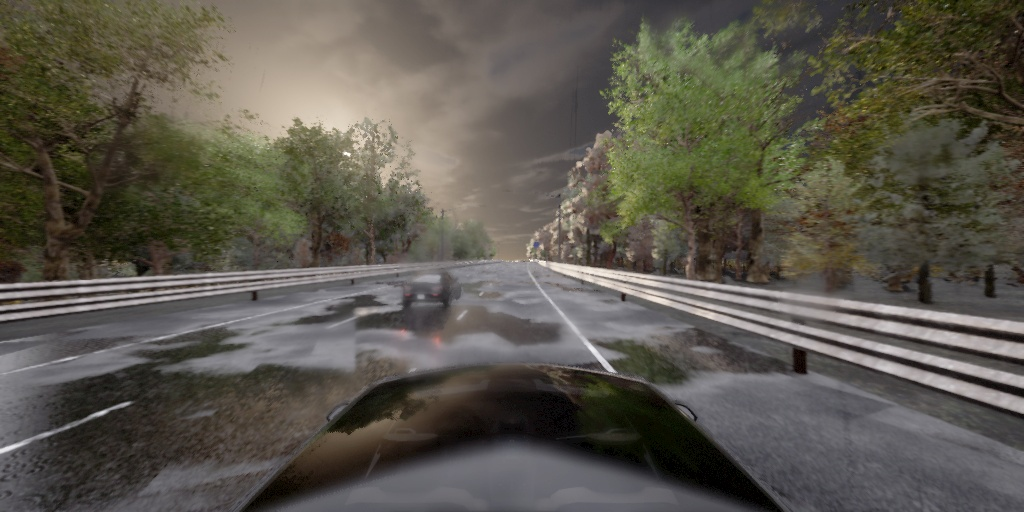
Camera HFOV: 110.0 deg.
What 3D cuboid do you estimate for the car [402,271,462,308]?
[{"bbox_3d":[-3.355,1.356,15.572,1.812,1.442,4.674,0,0,0],"label":"car"}]
